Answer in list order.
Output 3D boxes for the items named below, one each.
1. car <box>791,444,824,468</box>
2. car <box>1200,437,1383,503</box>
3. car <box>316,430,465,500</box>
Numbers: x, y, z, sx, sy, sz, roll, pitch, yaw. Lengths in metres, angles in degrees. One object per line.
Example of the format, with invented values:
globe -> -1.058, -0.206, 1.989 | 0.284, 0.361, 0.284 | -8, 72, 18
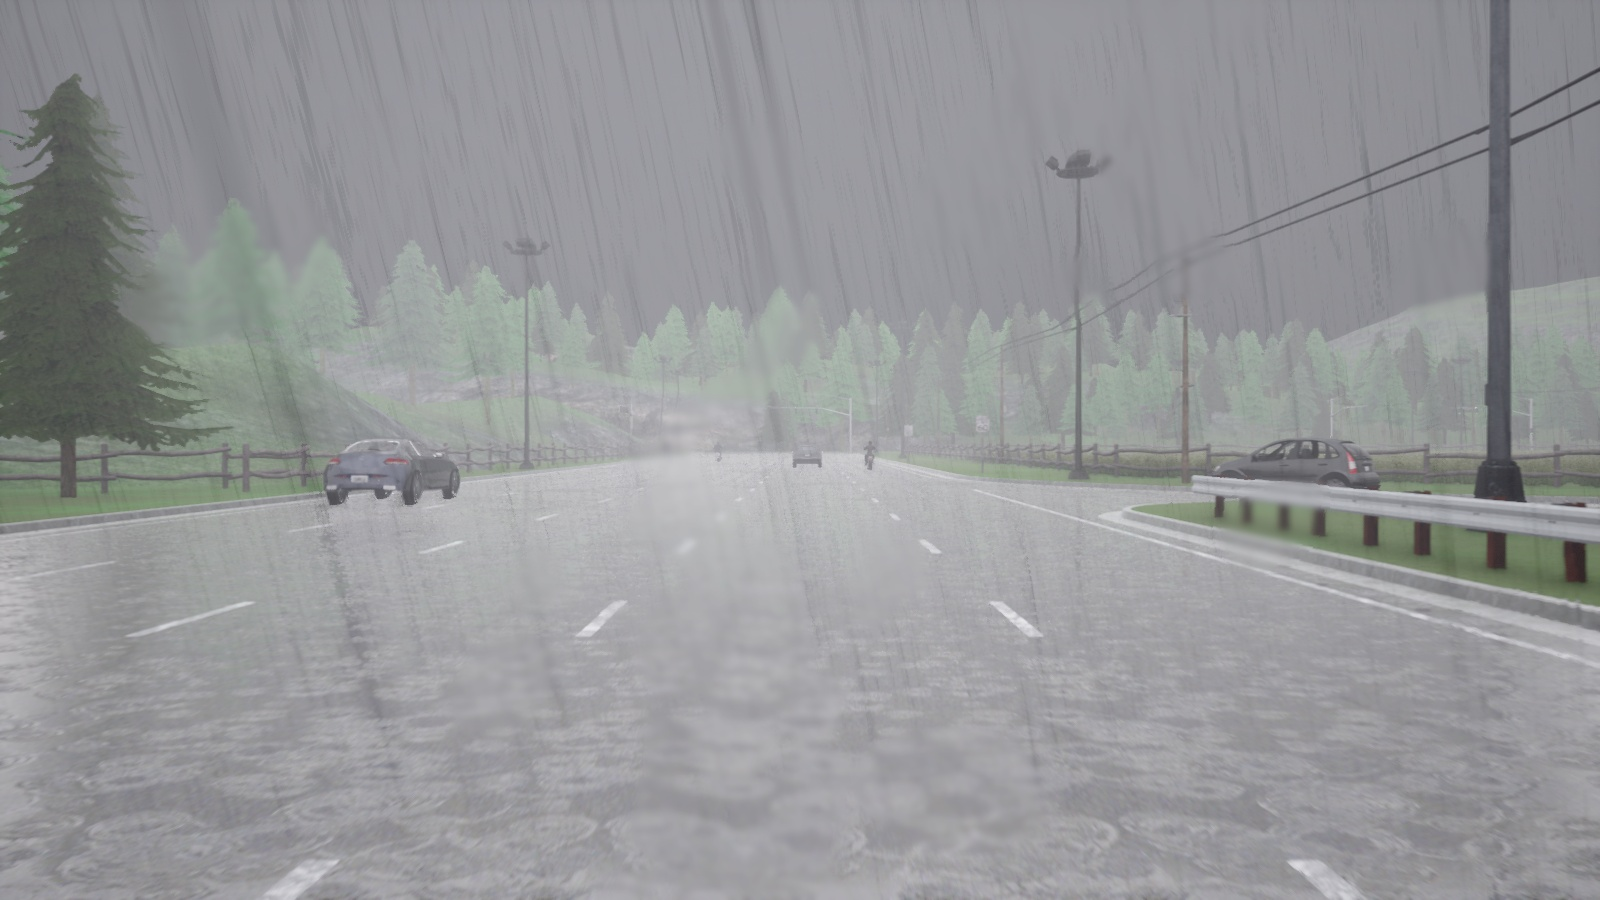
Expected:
car -> 0.458, 0.351, 78.602 | 2.033, 1.411, 5.357 | 0, 0, 0
car -> 12.648, 0.472, 32.461 | 3.988, 1.617, 1.851 | 0, 0, 44
car -> -10.304, 0.336, 32.077 | 2.152, 1.651, 5.027 | 0, 0, 0
